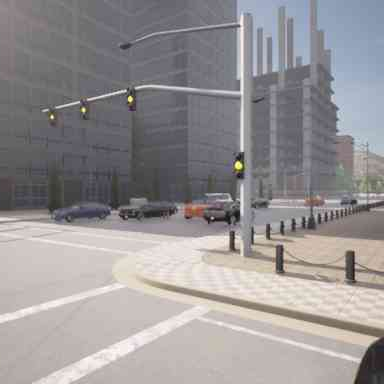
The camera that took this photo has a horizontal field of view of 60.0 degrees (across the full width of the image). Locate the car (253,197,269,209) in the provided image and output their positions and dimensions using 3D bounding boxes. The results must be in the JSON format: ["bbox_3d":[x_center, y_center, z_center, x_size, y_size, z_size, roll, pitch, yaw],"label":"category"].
[{"bbox_3d":[8.244,1.418,42.747,1.882,1.535,5.008,0,0,36],"label":"car"}]

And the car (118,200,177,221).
[{"bbox_3d":[-3.564,1.541,26.378,1.895,1.301,4.718,0,0,36],"label":"car"}]

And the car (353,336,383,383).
[{"bbox_3d":[3.072,1.564,1.778,4.181,1.385,1.994,0,0,36],"label":"car"}]

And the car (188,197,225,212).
[{"bbox_3d":[1.785,1.431,39.784,2.128,1.511,4.902,0,0,36],"label":"car"}]

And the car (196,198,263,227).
[{"bbox_3d":[2.687,1.433,22.736,2.128,1.511,4.902,0,0,36],"label":"car"}]

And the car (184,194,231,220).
[{"bbox_3d":[1.385,1.293,26.918,2.097,1.767,4.553,0,0,36],"label":"car"}]

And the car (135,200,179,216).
[{"bbox_3d":[-3.355,1.504,32.656,1.994,1.385,4.181,0,0,36],"label":"car"}]

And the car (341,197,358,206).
[{"bbox_3d":[26.104,1.489,55.252,2.033,1.411,5.357,0,0,36],"label":"car"}]

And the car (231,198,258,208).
[{"bbox_3d":[7.630,1.541,47.868,1.895,1.301,4.718,0,0,36],"label":"car"}]

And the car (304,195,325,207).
[{"bbox_3d":[18.899,1.293,51.230,2.097,1.767,4.553,0,0,36],"label":"car"}]

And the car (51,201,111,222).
[{"bbox_3d":[-8.434,1.465,25.619,1.812,1.442,4.674,0,0,38],"label":"car"}]
